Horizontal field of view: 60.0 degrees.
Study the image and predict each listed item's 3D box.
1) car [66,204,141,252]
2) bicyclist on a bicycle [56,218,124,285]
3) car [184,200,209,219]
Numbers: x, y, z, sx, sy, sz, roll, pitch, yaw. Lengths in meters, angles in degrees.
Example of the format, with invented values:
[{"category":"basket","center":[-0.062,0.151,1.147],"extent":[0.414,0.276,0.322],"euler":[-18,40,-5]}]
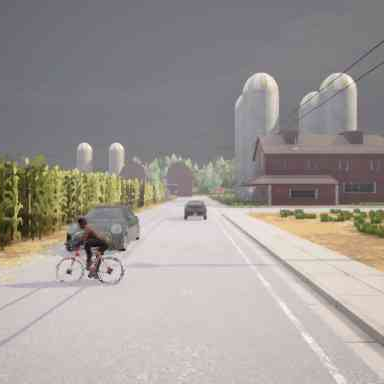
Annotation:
[{"category":"car","center":[-3.484,1.356,13.821],"extent":[2.097,1.767,4.553],"euler":[0,0,1]},{"category":"bicyclist on a bicycle","center":[-2.471,1.452,8.020],"extent":[1.656,1.620,0.582],"euler":[0,0,0]},{"category":"car","center":[0.392,1.504,29.008],"extent":[1.837,1.490,4.892],"euler":[0,0,3]}]
